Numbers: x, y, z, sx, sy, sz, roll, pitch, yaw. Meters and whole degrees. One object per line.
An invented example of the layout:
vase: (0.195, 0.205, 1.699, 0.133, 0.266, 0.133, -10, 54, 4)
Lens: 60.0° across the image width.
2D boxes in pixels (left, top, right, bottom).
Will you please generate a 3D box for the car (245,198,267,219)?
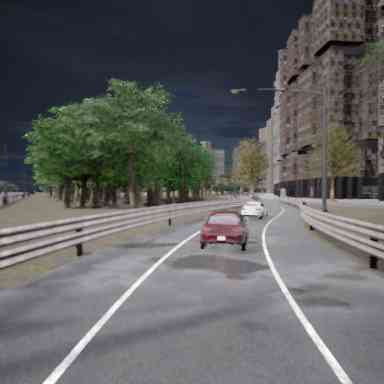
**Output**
car: (5.435, 1.552, 29.033, 1.812, 1.442, 4.674, 0, 0, 19)

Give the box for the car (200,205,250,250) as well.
car: (1.484, 1.532, 14.475, 1.812, 1.442, 4.674, 0, 0, 10)

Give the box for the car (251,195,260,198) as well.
car: (16.084, 1.507, 84.859, 2.033, 1.411, 5.357, 0, 0, 0)
